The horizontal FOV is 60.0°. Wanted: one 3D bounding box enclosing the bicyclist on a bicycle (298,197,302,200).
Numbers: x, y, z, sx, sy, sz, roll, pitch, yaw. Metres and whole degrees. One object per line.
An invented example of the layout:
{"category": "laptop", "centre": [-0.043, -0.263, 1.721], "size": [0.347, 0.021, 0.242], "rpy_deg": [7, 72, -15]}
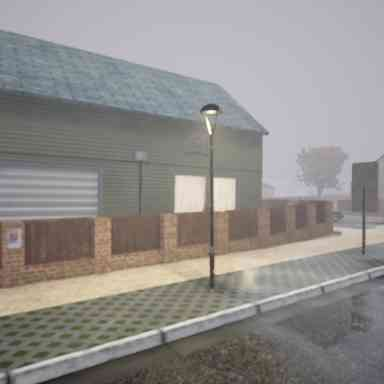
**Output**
{"category": "bicyclist on a bicycle", "centre": [10.339, 1.297, 31.760], "size": [1.656, 1.620, 0.582], "rpy_deg": [1, -1, -34]}

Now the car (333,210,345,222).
{"category": "car", "centre": [8.427, 1.473, 24.048], "size": [1.895, 1.301, 4.718], "rpy_deg": [1, -1, -34]}
